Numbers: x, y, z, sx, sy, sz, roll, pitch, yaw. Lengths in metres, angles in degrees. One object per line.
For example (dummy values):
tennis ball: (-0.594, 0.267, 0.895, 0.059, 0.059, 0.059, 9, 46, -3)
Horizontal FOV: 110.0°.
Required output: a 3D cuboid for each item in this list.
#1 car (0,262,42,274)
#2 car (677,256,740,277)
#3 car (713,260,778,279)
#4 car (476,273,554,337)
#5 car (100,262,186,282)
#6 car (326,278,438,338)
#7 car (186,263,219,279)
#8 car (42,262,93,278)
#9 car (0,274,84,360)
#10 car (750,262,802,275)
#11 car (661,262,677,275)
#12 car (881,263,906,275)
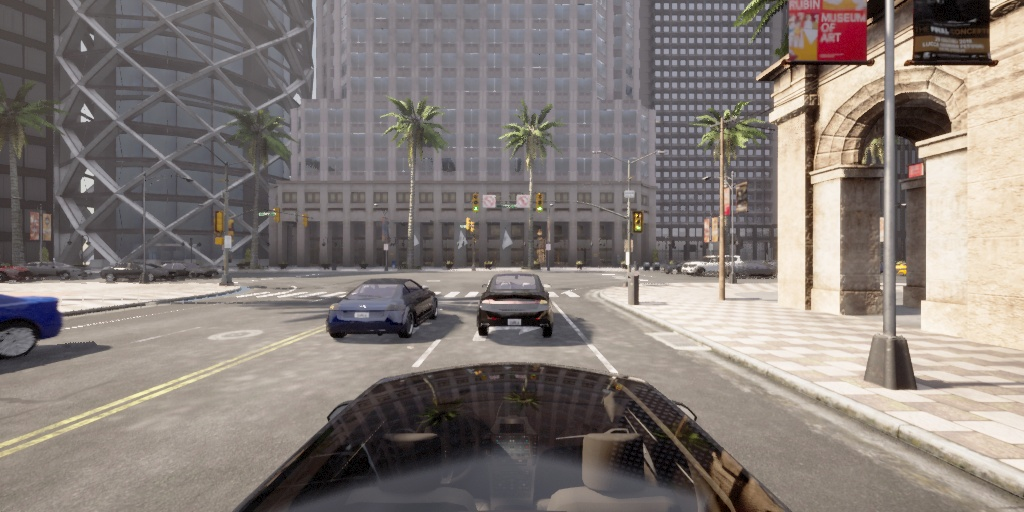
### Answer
car: (-39.236, 1.102, 26.628, 4.553, 1.767, 2.097, 0, 0, -22)
car: (19.991, 0.972, 35.747, 5.566, 2.045, 2.150, 0, 0, 0)
car: (21.487, 1.297, 32.041, 5.357, 1.411, 2.033, 0, 0, 0)
car: (0.121, 1.242, 10.315, 2.128, 1.511, 4.902, 0, 0, 2)
car: (-29.442, 1.255, 28.443, 4.892, 1.490, 1.837, 0, 0, -4)
car: (-3.415, 1.314, 10.186, 1.994, 1.385, 4.181, 0, 0, 0)
car: (-29.439, 1.297, 31.991, 5.357, 1.411, 2.033, 0, 0, -3)
car: (-39.043, 1.241, 30.324, 4.902, 1.511, 2.128, 0, 0, -19)
car: (-10.577, 1.227, 5.522, 1.882, 1.535, 5.008, 0, 0, 0)
car: (28.835, 1.314, 39.207, 4.181, 1.385, 1.994, 0, 0, 0)
car: (18.872, 1.255, 39.250, 4.892, 1.490, 1.837, 0, 0, 0)
car: (40.427, 1.227, 35.655, 5.008, 1.535, 1.882, 0, 0, 0)
